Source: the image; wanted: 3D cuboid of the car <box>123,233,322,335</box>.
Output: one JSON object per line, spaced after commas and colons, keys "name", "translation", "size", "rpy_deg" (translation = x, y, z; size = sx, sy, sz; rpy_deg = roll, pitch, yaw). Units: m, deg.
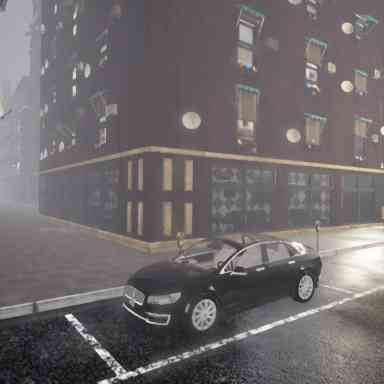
{"name": "car", "translation": [0.810, 1.552, 6.626], "size": [4.403, 1.369, 2.008], "rpy_deg": [0, 1, -35]}
